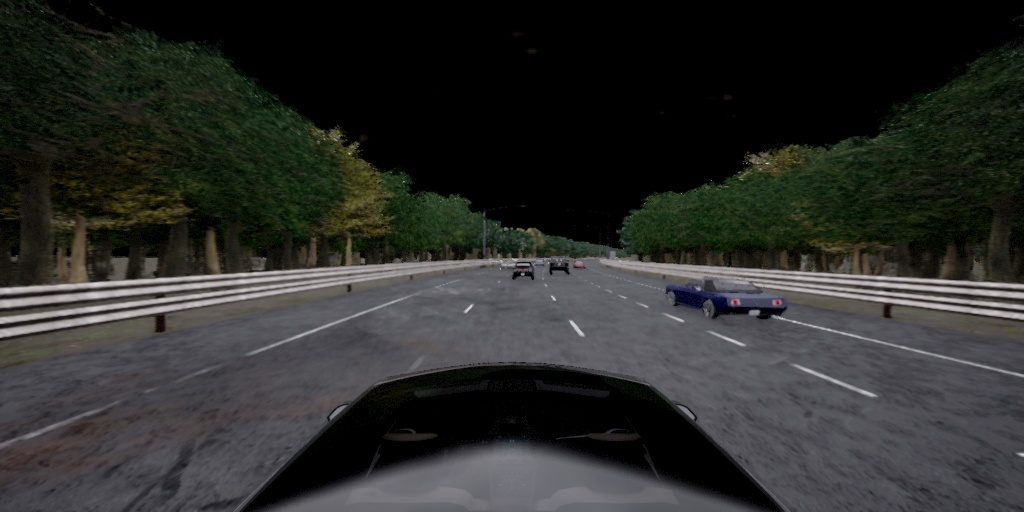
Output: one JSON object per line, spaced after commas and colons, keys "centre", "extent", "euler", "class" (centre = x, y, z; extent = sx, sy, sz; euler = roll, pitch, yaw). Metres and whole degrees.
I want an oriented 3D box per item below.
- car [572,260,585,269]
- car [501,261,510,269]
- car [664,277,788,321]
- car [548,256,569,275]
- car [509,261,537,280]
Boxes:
{"centre": [11.260, 1.402, 60.450], "extent": [1.994, 1.385, 4.181], "euler": [0, 0, 8], "class": "car"}
{"centre": [-0.341, 1.369, 54.741], "extent": [1.895, 1.301, 4.718], "euler": [0, 0, 8], "class": "car"}
{"centre": [7.222, 1.398, 12.814], "extent": [1.895, 1.301, 4.718], "euler": [0, 0, 1], "class": "car"}
{"centre": [5.349, 1.016, 41.144], "extent": [2.150, 2.045, 5.566], "euler": [0, 0, 6], "class": "car"}
{"centre": [1.081, 1.268, 31.789], "extent": [1.837, 1.490, 4.892], "euler": [0, -1, 5], "class": "car"}
